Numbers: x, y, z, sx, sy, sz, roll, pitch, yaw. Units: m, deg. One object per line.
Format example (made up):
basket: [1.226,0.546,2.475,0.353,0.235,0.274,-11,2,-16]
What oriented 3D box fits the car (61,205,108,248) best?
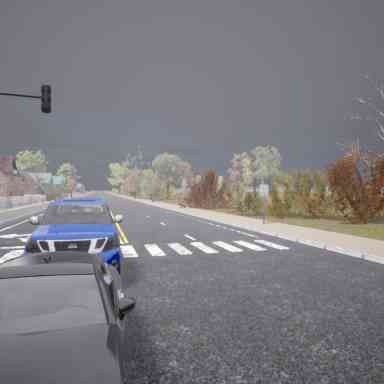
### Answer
car: [-5.049,1.498,15.990,1.837,1.490,4.892,0,0,-16]

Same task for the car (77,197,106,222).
car: [-8.240,1.337,27.452,2.097,1.767,4.553,0,0,-16]

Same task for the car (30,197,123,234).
car: [-3.358,1.218,9.927,2.150,2.045,5.566,0,0,-16]

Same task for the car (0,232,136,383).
car: [-1.685,1.524,3.847,1.812,1.442,4.674,0,0,-13]

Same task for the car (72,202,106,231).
car: [-6.649,1.468,21.727,1.882,1.535,5.008,0,0,-16]
